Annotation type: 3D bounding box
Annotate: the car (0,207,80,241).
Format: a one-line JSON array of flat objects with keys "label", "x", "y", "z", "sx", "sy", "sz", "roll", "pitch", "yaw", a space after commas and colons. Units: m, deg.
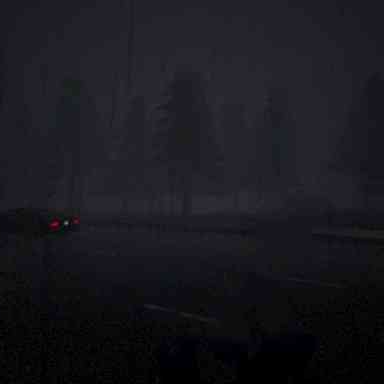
[{"label": "car", "x": -7.970, "y": 1.452, "z": 16.104, "sx": 5.357, "sy": 1.411, "sz": 2.033, "roll": 0, "pitch": 0, "yaw": 25}]
